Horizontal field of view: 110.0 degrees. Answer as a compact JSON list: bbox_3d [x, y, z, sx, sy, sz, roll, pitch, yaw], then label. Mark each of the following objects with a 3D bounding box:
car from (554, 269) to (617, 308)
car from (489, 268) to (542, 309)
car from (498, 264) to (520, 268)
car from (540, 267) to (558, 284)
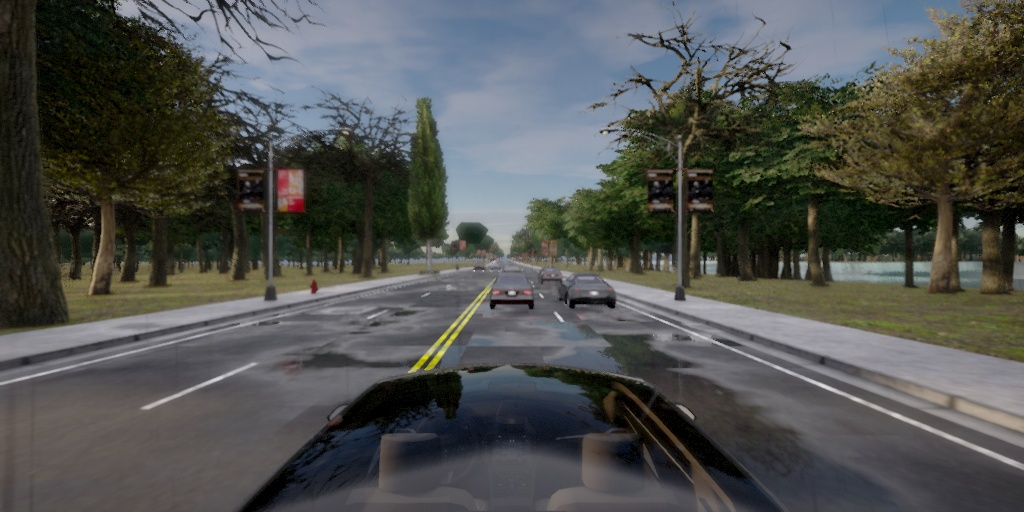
[{"bbox_3d":[3.250,1.468,16.142,1.994,1.385,4.181,0,-1,0],"label":"car"},{"bbox_3d":[-0.003,1.448,15.839,2.033,1.411,5.357,0,-1,0],"label":"car"},{"bbox_3d":[-0.004,1.568,31.324,1.882,1.535,5.008,0,0,0],"label":"car"},{"bbox_3d":[3.243,1.631,30.841,2.033,1.411,5.357,0,-1,0],"label":"car"}]
